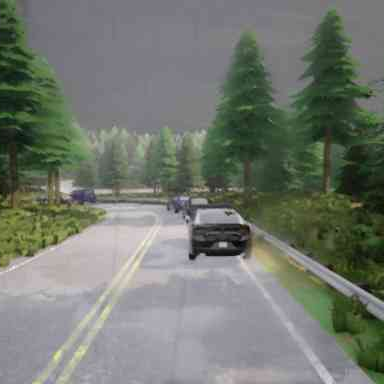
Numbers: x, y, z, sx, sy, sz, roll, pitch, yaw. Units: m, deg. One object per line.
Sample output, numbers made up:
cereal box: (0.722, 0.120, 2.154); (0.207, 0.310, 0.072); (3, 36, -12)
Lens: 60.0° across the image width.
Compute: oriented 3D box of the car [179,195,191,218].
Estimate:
car: (0.441, 1.062, 21.851); (1.882, 1.535, 5.008); (-1, 1, -6)

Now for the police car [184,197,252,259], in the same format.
police car: (0.794, 1.207, 11.735); (1.930, 1.638, 5.238); (0, 1, -1)

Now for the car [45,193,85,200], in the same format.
car: (-16.277, 1.242, 42.465); (4.674, 1.442, 1.812); (-2, 4, 34)

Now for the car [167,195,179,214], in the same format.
car: (-0.877, 0.967, 28.225); (1.812, 1.442, 4.674); (-2, 2, -17)

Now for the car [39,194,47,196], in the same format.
car: (-24.410, 1.053, 54.758); (2.097, 1.767, 4.553); (-3, 1, -22)

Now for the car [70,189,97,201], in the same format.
car: (-15.561, 0.709, 45.794); (5.566, 2.045, 2.150); (-1, 4, 34)
